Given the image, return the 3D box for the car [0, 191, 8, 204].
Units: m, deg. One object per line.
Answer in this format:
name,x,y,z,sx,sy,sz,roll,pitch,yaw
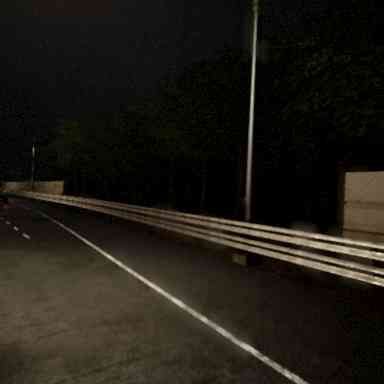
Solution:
car,-23.729,0.609,40.742,1.812,1.442,4.674,3,0,-36
